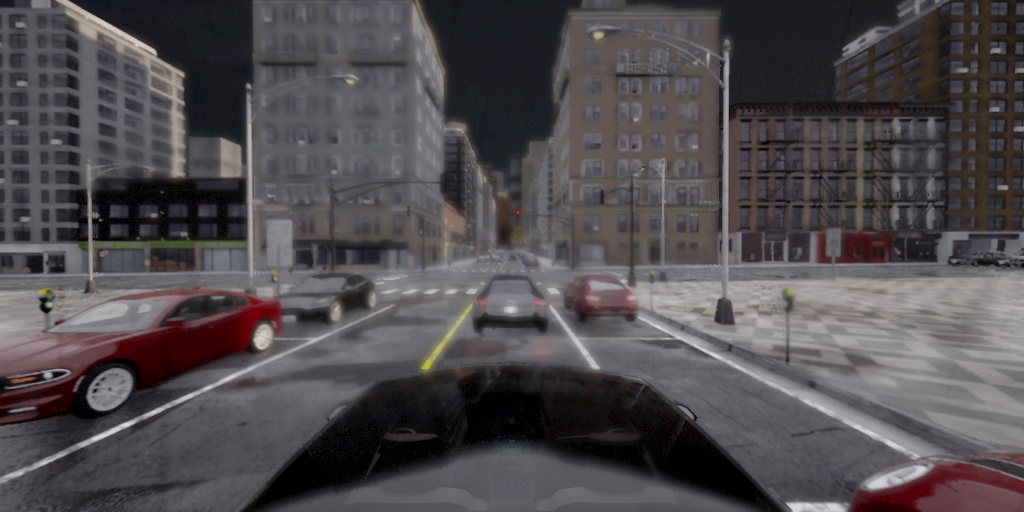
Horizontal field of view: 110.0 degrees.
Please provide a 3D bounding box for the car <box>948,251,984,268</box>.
[{"bbox_3d":[44.580,0.297,34.066,4.902,1.511,2.128,-1,1,1],"label":"car"}]

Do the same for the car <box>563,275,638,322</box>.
[{"bbox_3d":[2.720,1.248,11.560,1.802,1.307,4.207,0,0,0],"label":"car"}]

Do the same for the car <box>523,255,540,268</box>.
[{"bbox_3d":[2.829,0.867,48.770,1.802,1.307,4.207,0,0,0],"label":"car"}]

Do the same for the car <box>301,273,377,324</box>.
[{"bbox_3d":[-5.805,1.233,11.524,1.948,1.339,4.313,0,0,0],"label":"car"}]

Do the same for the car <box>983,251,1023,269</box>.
[{"bbox_3d":[44.596,0.340,30.816,4.902,1.511,2.128,-1,1,1],"label":"car"}]

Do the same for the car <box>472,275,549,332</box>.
[{"bbox_3d":[-0.035,1.239,10.560,1.994,1.385,4.181,0,0,0],"label":"car"}]

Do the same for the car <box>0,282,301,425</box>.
[{"bbox_3d":[-5.781,1.261,5.880,1.888,1.381,4.507,0,0,0],"label":"car"}]

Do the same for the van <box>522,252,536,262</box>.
[{"bbox_3d":[2.852,0.563,54.322,1.690,1.789,3.998,0,0,0],"label":"van"}]

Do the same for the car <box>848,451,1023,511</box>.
[{"bbox_3d":[2.770,1.201,0.271,1.967,1.591,4.097,0,0,0],"label":"car"}]
